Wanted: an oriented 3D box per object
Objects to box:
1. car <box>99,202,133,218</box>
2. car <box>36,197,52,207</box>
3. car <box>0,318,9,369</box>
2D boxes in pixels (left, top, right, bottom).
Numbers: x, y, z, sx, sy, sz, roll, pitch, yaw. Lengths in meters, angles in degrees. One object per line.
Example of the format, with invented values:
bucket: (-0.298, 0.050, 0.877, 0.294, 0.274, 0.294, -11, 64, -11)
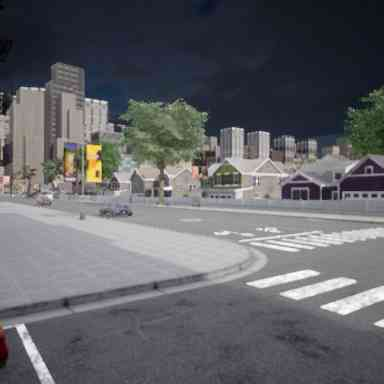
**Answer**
car: (-7.218, 1.642, 31.373, 1.994, 1.385, 4.181, 0, 0, -35)
car: (-25.393, 1.700, 57.076, 1.837, 1.490, 4.892, 0, 0, -35)
car: (-4.183, 1.439, 3.206, 4.097, 1.590, 1.967, 0, 0, -36)
